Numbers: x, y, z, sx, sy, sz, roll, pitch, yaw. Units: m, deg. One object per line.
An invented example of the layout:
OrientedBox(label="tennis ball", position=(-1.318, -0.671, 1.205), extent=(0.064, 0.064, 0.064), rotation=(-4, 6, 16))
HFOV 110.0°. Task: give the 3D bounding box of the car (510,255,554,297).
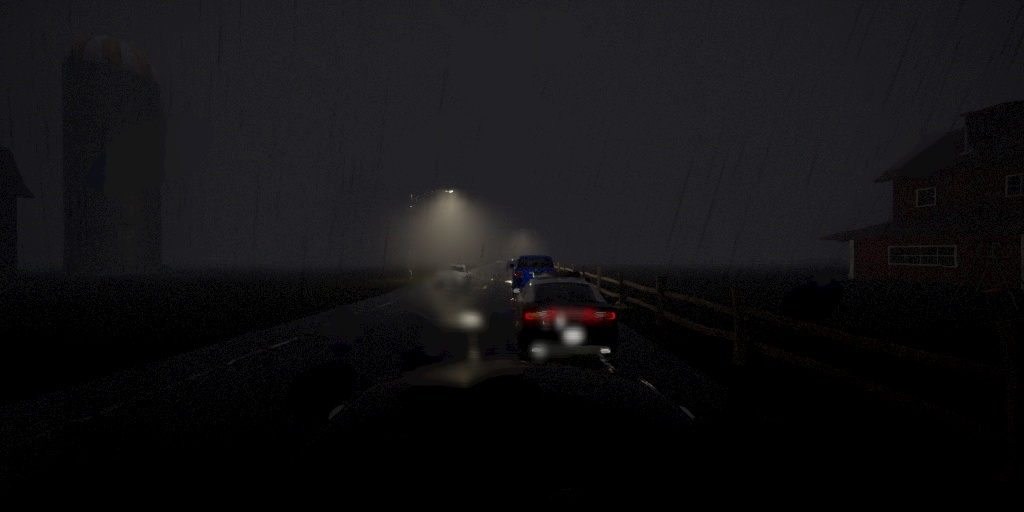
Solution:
OrientedBox(label="car", position=(1.088, 0.978, 18.693), extent=(2.150, 2.045, 5.566), rotation=(0, 0, 0))

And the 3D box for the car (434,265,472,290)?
OrientedBox(label="car", position=(-3.555, 1.281, 22.429), extent=(1.812, 1.442, 4.674), rotation=(0, 0, 0))

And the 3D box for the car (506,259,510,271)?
OrientedBox(label="car", position=(0.153, 1.271, 50.385), extent=(1.882, 1.535, 5.008), rotation=(0, 0, 1))

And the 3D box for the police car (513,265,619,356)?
OrientedBox(label="police car", position=(1.067, 1.175, 8.771), extent=(1.930, 1.638, 5.238), rotation=(0, 0, 0))
